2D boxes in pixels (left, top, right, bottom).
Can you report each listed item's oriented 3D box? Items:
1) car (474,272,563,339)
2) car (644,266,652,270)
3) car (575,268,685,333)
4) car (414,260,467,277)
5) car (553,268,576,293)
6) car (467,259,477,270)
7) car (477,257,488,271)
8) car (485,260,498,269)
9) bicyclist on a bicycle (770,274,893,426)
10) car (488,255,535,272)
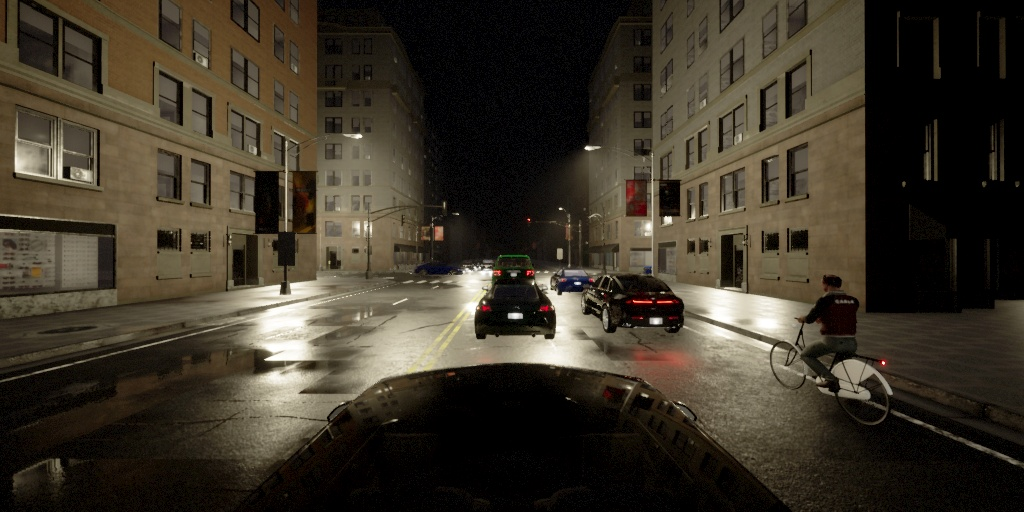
[{"bbox_3d":[0.087,1.315,10.051,1.994,1.385,4.181,0,0,0],"label":"car"},{"bbox_3d":[16.362,1.291,37.609,5.008,1.535,1.882,0,0,0],"label":"car"},{"bbox_3d":[3.336,1.256,10.718,1.837,1.490,4.892,0,0,0],"label":"car"},{"bbox_3d":[-7.089,1.277,34.734,4.674,1.442,1.812,0,0,0],"label":"car"},{"bbox_3d":[3.228,1.318,19.614,1.994,1.385,4.181,0,0,0],"label":"car"},{"bbox_3d":[-6.647,1.294,52.271,1.812,1.442,4.674,0,0,0],"label":"car"},{"bbox_3d":[-3.399,1.259,51.015,2.128,1.511,4.902,0,0,0],"label":"car"},{"bbox_3d":[-3.397,1.371,60.280,1.895,1.301,4.718,0,0,0],"label":"car"},{"bbox_3d":[4.140,1.121,4.845,0.659,1.776,1.843,0,0,0],"label":"bicyclist on a bicycle"},{"bbox_3d":[0.079,0.975,19.464,2.150,2.045,5.566,0,0,0],"label":"car"}]
